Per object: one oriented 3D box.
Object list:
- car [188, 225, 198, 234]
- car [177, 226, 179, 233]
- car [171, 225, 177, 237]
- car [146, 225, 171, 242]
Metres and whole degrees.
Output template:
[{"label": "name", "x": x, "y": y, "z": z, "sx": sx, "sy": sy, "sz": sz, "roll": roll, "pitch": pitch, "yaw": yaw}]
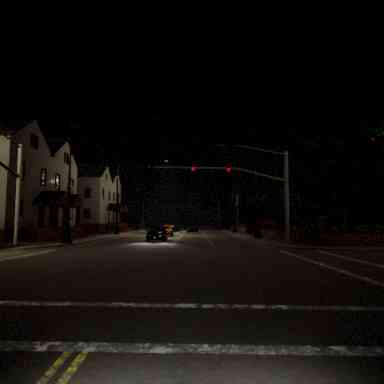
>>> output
[{"label": "car", "x": 0.163, "y": 6.468, "z": 57.863, "sx": 2.033, "sy": 1.411, "sz": 5.357, "roll": 0, "pitch": -5, "yaw": 0}, {"label": "car", "x": -3.404, "y": 6.634, "z": 59.698, "sx": 1.994, "sy": 1.385, "sz": 4.181, "roll": 0, "pitch": -5, "yaw": 0}, {"label": "car", "x": -3.473, "y": 5.153, "z": 44.121, "sx": 1.882, "sy": 1.535, "sz": 5.008, "roll": 0, "pitch": -5, "yaw": 0}, {"label": "car", "x": -3.503, "y": 4.242, "z": 33.647, "sx": 1.837, "sy": 1.490, "sz": 4.892, "roll": 0, "pitch": -5, "yaw": 0}]
